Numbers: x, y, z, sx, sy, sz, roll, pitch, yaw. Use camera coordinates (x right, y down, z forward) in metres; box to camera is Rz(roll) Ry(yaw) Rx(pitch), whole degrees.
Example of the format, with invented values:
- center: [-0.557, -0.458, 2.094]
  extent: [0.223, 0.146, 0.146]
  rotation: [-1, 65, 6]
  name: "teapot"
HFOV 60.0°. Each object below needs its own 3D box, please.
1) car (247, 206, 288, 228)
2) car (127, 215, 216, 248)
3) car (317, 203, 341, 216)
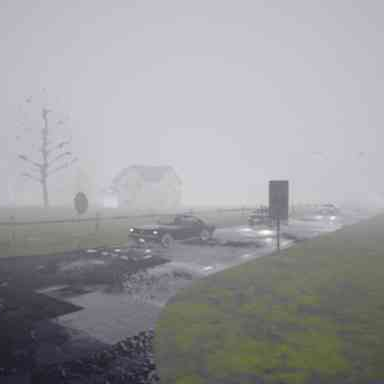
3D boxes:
- center: [5.923, 1.870, 25.655]
  extent: [1.837, 1.490, 4.892]
  rotation: [1, 0, 35]
  name: "car"
- center: [-0.856, 1.806, 16.130]
  extent: [1.895, 1.301, 4.718]
  rotation: [1, 0, 37]
  name: "car"
- center: [17.064, 2.144, 41.325]
  extent: [1.812, 1.442, 4.674]
  rotation: [1, -1, 36]
  name: "car"
